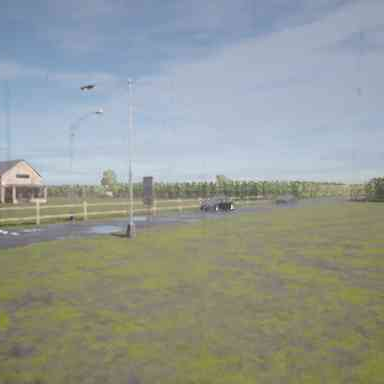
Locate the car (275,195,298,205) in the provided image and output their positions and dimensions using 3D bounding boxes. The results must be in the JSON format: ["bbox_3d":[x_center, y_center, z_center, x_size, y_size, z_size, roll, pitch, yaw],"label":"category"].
[{"bbox_3d":[14.307,1.125,49.881,2.033,1.411,5.357,0,0,36],"label":"car"}]

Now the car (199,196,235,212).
[{"bbox_3d":[2.662,1.233,34.302,1.837,1.490,4.892,0,1,37],"label":"car"}]
